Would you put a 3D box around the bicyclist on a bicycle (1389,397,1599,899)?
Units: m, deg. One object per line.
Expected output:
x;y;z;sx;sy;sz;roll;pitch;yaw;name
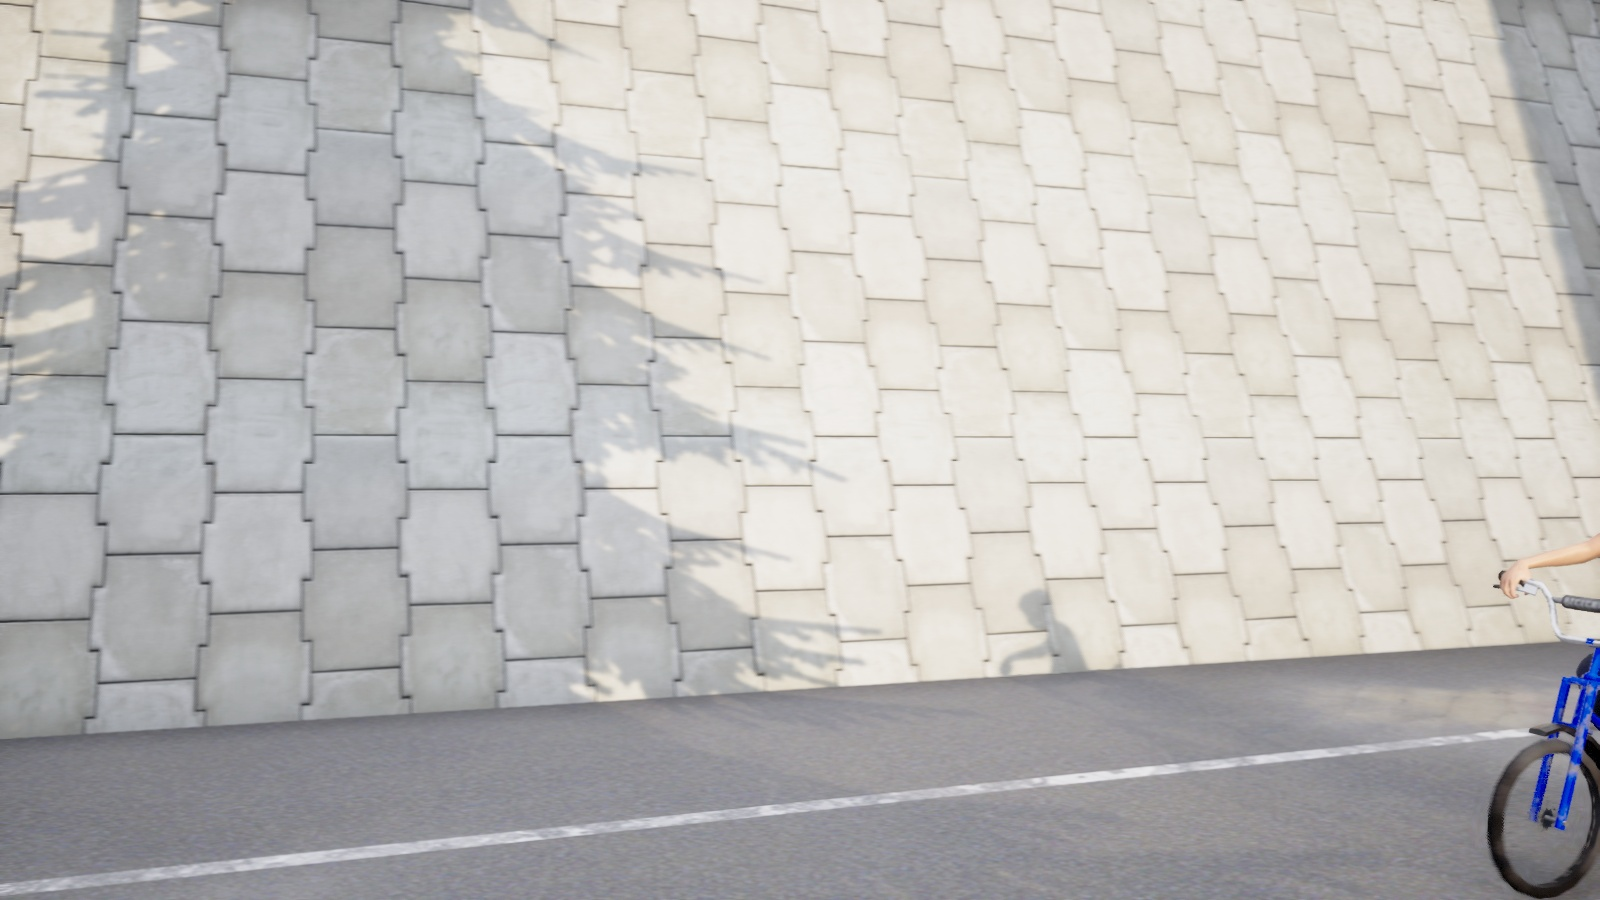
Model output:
2.972;0.631;4.362;1.509;1.612;0.866;-1;1;-21;bicyclist on a bicycle
